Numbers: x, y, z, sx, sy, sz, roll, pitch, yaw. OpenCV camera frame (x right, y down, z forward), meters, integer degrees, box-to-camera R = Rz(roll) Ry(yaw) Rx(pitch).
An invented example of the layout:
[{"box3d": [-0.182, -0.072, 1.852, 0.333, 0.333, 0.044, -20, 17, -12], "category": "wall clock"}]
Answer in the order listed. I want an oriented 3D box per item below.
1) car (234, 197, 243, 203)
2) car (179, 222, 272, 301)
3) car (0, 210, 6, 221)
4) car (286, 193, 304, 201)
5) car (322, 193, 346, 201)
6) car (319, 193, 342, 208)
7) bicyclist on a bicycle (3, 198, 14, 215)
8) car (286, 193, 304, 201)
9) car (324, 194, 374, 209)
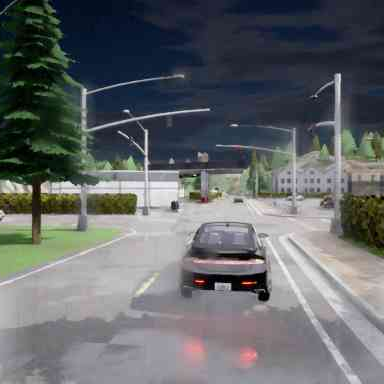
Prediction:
[{"box3d": [9.451, 1.601, 67.387, 1.895, 1.301, 4.718, 0, 0, 8], "category": "car"}, {"box3d": [0.886, 1.492, 8.398, 2.128, 1.511, 4.902, 0, 0, 8], "category": "car"}, {"box3d": [-16.577, 1.526, 25.188, 4.674, 1.442, 1.812, 0, 0, 8], "category": "car"}, {"box3d": [23.376, 1.361, 75.658, 3.806, 1.475, 1.970, 0, 0, 8], "category": "car"}, {"box3d": [31.779, 1.097, 74.520, 4.605, 1.855, 1.932, 0, 0, 8], "category": "car"}, {"box3d": [18.680, 1.330, 41.724, 5.027, 1.636, 2.152, 0, 0, 8], "category": "car"}, {"box3d": [-17.956, 1.453, 32.524, 0.582, 1.620, 1.656, 0, 0, 7], "category": "bicyclist on a bicycle"}, {"box3d": [24.442, 1.077, 78.866, 3.866, 1.878, 1.905, 0, 0, 8], "category": "car"}, {"box3d": [18.297, 1.340, 38.610, 4.514, 1.523, 2.007, 0, 0, 8], "category": "car"}]
